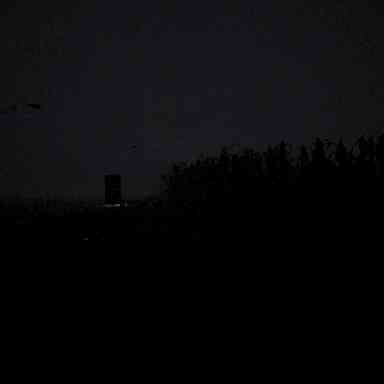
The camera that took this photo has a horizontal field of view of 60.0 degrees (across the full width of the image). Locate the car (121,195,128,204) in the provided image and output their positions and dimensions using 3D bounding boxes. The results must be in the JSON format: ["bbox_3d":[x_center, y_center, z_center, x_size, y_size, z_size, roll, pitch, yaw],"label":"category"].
[{"bbox_3d":[-11.229,1.160,52.393,2.033,1.411,5.357,-1,1,-4],"label":"car"}]
